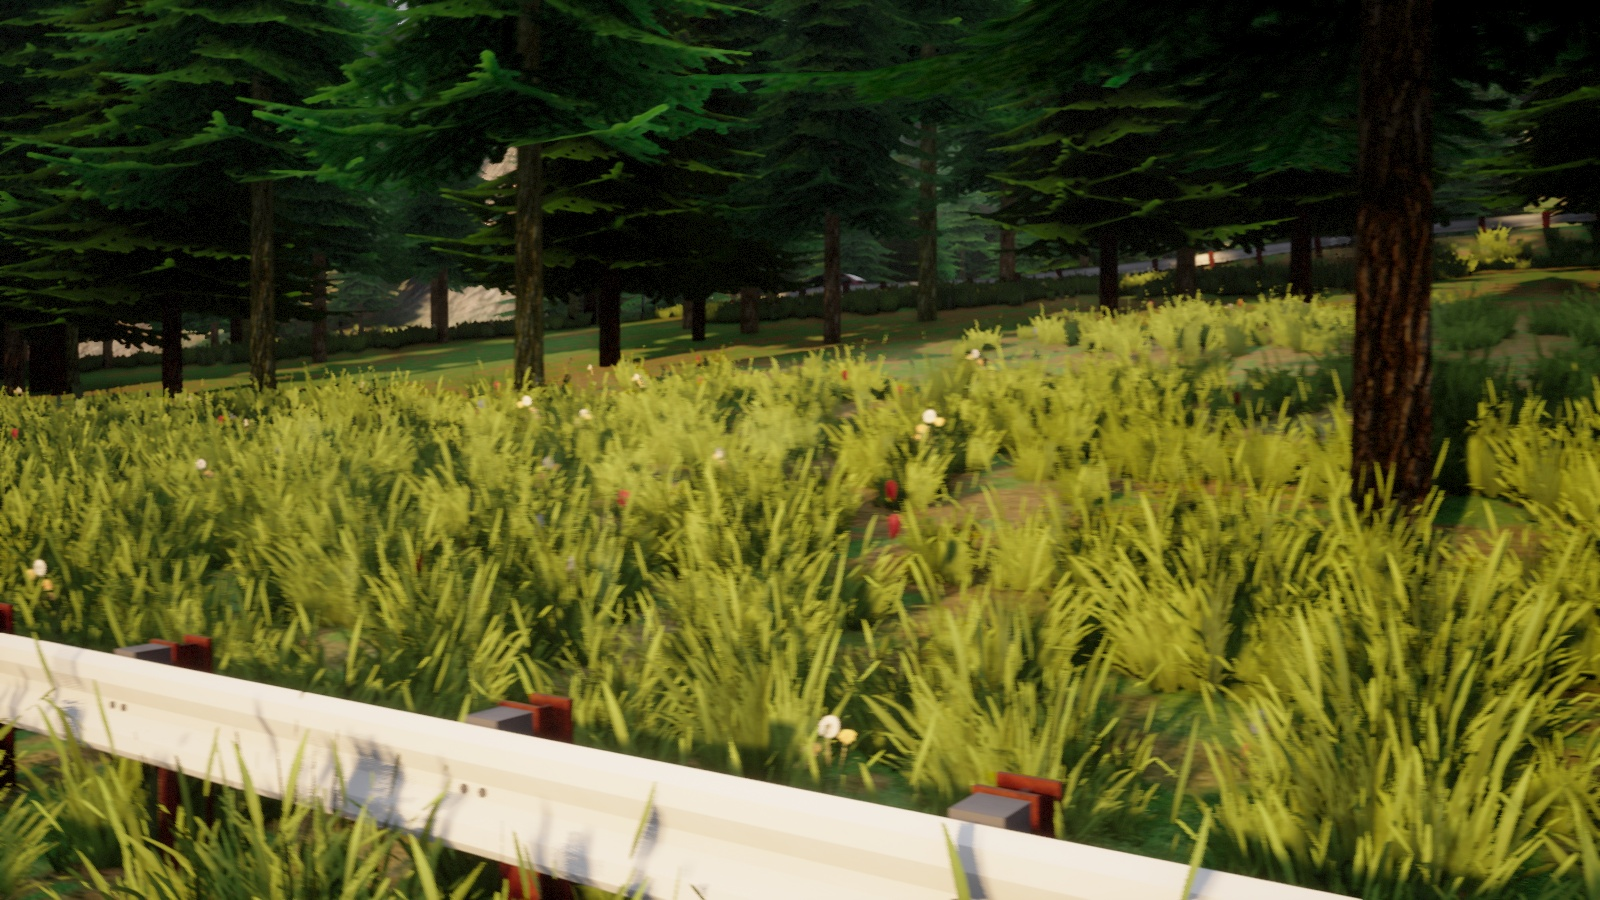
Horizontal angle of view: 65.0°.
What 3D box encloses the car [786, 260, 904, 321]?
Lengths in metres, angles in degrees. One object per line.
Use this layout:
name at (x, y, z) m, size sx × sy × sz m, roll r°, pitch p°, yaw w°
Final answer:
car at (1.717, -6.085, 48.146) m, size 3.988 × 1.617 × 1.851 m, roll -5°, pitch -1°, yaw 30°
